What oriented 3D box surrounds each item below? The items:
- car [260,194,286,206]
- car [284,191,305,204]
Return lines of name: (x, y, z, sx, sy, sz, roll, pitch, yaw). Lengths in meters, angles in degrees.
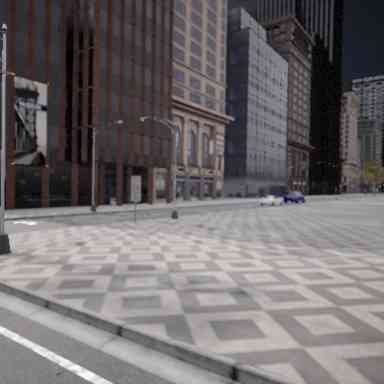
car: (11.049, 1.222, 46.656, 1.812, 1.442, 4.674, 2, 1, 36)
car: (16.771, 0.875, 54.685, 2.150, 2.045, 5.566, 2, 1, 36)
